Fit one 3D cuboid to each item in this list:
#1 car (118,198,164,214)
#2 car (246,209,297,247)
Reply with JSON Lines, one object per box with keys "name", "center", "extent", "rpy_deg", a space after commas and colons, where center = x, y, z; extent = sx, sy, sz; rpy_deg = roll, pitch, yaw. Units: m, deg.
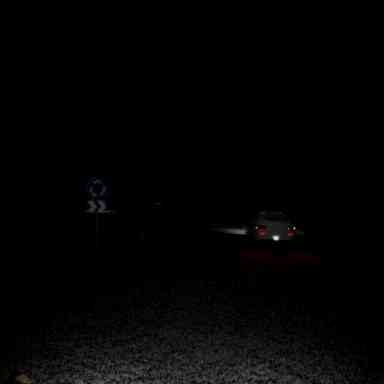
{"name": "car", "center": [-5.062, 1.297, 32.735], "extent": [4.902, 1.511, 2.128], "rpy_deg": [1, 0, 26]}
{"name": "car", "center": [3.453, 1.499, 14.899], "extent": [1.812, 1.442, 4.674], "rpy_deg": [1, 0, 6]}
